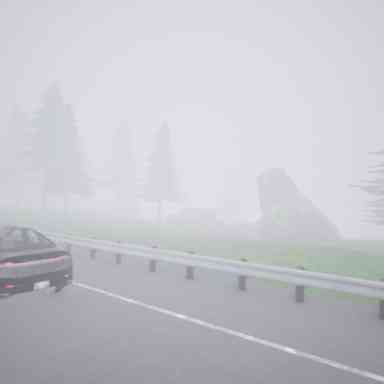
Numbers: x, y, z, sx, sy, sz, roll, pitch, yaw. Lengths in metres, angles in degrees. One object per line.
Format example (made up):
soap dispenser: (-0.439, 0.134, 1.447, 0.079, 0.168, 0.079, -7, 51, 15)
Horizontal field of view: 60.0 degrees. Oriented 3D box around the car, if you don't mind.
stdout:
car: (-4.739, 1.551, 7.846, 4.902, 1.511, 2.128, 0, -1, 39)
